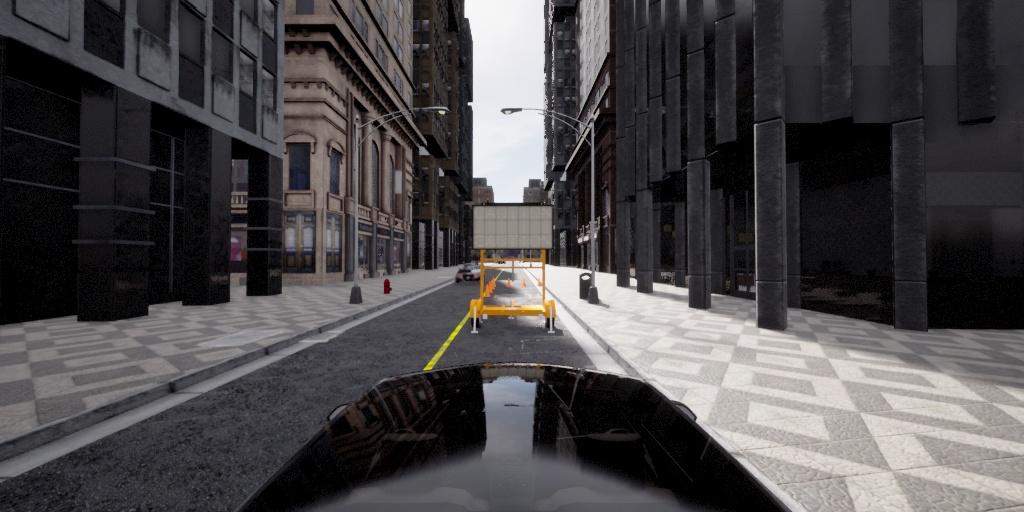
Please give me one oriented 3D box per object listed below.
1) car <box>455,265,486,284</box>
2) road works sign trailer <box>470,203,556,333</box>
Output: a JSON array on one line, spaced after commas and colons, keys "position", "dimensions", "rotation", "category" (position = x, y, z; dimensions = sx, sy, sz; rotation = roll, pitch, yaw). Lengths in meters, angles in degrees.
[{"position": [-3.026, 1.327, 26.748], "dimensions": [1.994, 1.385, 4.181], "rotation": [0, 0, 0], "category": "car"}, {"position": [0.027, 0.217, 10.723], "dimensions": [2.380, 3.560, 2.880], "rotation": [0, 0, 0], "category": "road works sign trailer"}]
